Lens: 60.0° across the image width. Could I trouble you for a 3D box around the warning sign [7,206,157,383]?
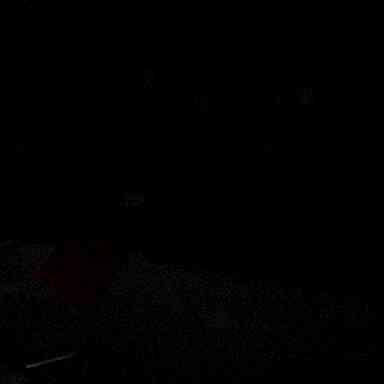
[{"bbox_3d":[-1.269,1.127,3.985,1.060,1.860,1.300,-1,0,36],"label":"warning sign"}]
